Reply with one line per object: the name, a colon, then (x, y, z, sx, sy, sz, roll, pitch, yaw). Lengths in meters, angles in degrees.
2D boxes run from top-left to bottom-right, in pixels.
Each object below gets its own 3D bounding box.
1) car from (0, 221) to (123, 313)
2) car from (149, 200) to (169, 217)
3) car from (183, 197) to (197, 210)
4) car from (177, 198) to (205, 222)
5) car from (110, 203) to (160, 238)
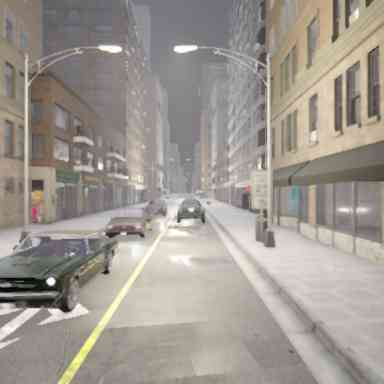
car: (-3.130, 1.609, 7.793, 1.895, 1.301, 4.718, 0, 0, 0)
car: (-3.252, 1.525, 31.053, 1.837, 1.490, 4.892, 0, 0, 0)
car: (-0.247, 1.530, 45.327, 1.837, 1.490, 4.892, 0, 1, 0)
car: (-0.072, 1.361, 26.248, 2.097, 1.767, 4.553, 0, 0, 0)
car: (-3.189, 1.560, 18.130, 2.033, 1.411, 5.357, 0, 0, 0)
